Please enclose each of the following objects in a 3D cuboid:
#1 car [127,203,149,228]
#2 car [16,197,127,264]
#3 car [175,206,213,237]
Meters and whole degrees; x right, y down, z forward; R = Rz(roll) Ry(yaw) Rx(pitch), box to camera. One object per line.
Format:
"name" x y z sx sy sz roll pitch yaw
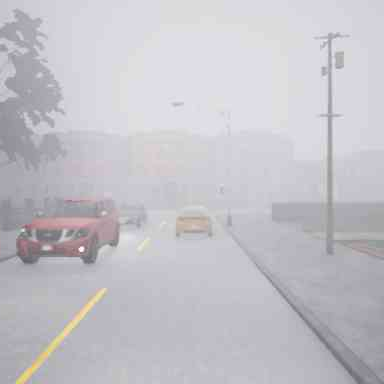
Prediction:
"car" -4.062 1.484 22.209 2.128 1.511 4.902 0 0 0
"car" -4.099 1.217 12.128 2.150 2.045 5.566 0 0 0
"car" 0.104 1.472 18.153 1.882 1.535 5.008 0 0 0
